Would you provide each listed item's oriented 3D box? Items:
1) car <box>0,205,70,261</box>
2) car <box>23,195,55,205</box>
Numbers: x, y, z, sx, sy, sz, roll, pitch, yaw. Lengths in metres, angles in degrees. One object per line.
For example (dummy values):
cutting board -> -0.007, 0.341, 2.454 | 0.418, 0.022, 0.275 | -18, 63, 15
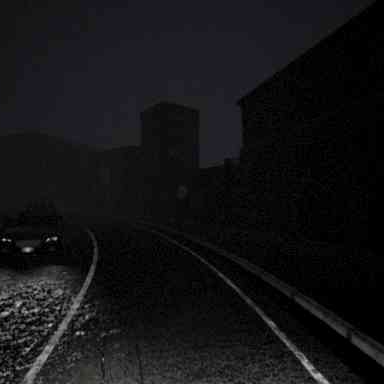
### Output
car -> -5.649, 1.457, 12.350 | 2.128, 1.511, 4.902 | 1, 0, -17
car -> -17.294, 1.150, 37.642 | 4.553, 1.767, 2.097 | 1, -2, 43
